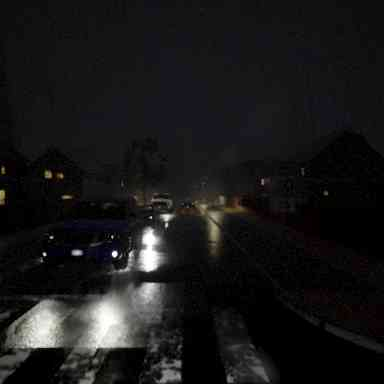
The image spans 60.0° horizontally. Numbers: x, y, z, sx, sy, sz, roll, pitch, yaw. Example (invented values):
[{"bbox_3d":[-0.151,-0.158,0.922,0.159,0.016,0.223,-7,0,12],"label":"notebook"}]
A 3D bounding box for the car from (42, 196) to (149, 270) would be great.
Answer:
[{"bbox_3d":[-2.969,1.181,11.233,2.150,2.045,5.566,0,0,-1],"label":"car"}]

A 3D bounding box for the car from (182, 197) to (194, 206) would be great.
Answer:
[{"bbox_3d":[-0.715,1.548,53.196,1.895,1.301,4.718,0,0,-2],"label":"car"}]

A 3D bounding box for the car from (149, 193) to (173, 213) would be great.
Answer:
[{"bbox_3d":[-3.289,1.138,35.951,2.150,2.045,5.566,0,0,-1],"label":"car"}]

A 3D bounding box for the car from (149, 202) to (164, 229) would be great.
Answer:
[{"bbox_3d":[-3.104,1.531,21.254,1.895,1.301,4.718,0,0,-1],"label":"car"}]

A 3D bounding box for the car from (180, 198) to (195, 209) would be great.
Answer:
[{"bbox_3d":[-0.555,1.524,43.148,1.895,1.301,4.718,0,0,-1],"label":"car"}]
